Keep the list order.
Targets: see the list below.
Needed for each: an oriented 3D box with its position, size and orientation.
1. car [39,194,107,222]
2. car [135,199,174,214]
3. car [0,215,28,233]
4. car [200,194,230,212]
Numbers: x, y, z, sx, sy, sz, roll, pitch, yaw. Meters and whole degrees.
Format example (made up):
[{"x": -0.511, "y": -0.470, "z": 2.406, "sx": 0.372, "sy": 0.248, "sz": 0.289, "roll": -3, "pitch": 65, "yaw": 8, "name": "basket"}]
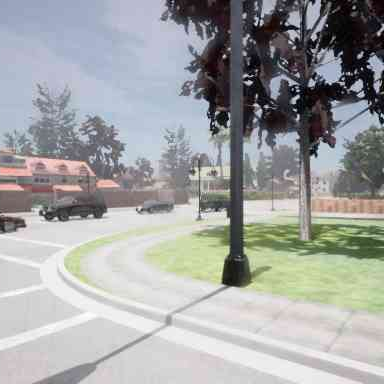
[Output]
[{"x": -9.524, "y": 1.222, "z": 27.226, "sx": 2.150, "sy": 2.045, "sz": 5.566, "roll": 0, "pitch": 0, "yaw": 34, "name": "car"}, {"x": -3.933, "y": 1.491, "z": 35.477, "sx": 2.128, "sy": 1.511, "sz": 4.902, "roll": 0, "pitch": 0, "yaw": 34, "name": "car"}, {"x": -11.621, "y": 1.543, "z": 17.370, "sx": 2.033, "sy": 1.411, "sz": 5.357, "roll": 0, "pitch": 0, "yaw": 37, "name": "car"}, {"x": 2.978, "y": 1.221, "z": 39.151, "sx": 2.150, "sy": 2.045, "sz": 5.566, "roll": 0, "pitch": 0, "yaw": 34, "name": "car"}]
